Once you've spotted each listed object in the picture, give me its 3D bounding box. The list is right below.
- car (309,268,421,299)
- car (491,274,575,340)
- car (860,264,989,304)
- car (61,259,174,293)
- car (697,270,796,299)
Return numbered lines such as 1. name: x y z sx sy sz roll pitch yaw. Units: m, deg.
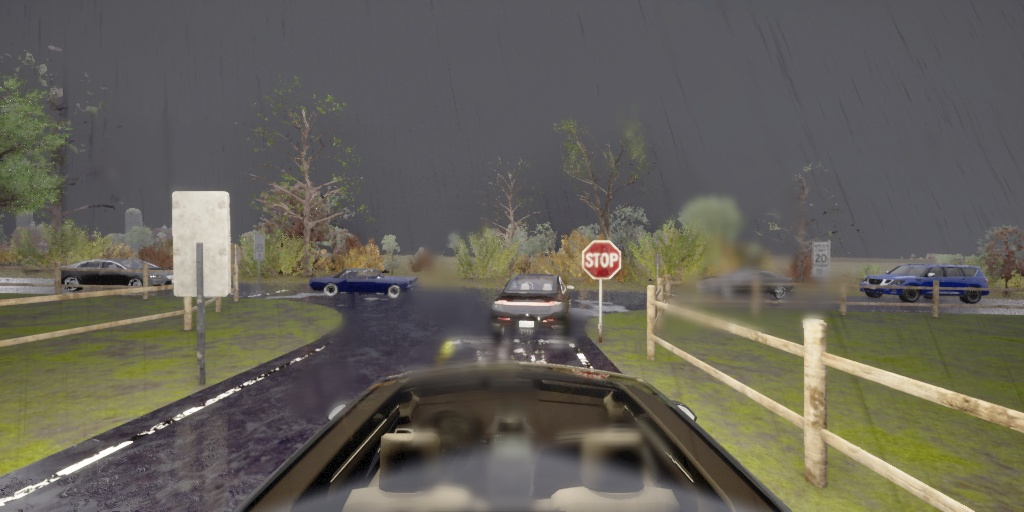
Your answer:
1. car: -6.826 1.248 17.074 4.718 1.301 1.895 1 1 0
2. car: 0.704 1.240 10.044 2.128 1.511 4.902 0 0 9
3. car: 22.894 1.466 19.998 5.566 2.045 2.150 1 1 0
4. car: -18.494 0.885 17.087 4.902 1.511 2.128 1 1 0
5. car: 12.999 1.525 20.006 4.902 1.511 2.128 1 1 0
